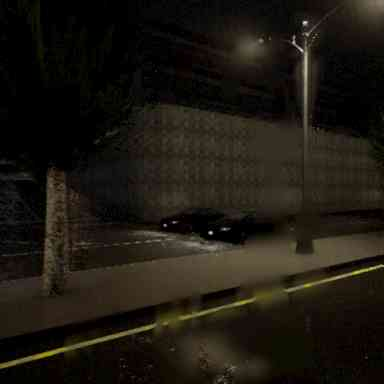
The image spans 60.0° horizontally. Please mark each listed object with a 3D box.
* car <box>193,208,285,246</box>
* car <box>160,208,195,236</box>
[{"bbox_3d":[2.432,1.584,15.554,4.181,1.385,1.994,0,0,-35],"label":"car"},{"bbox_3d":[0.323,1.584,18.640,4.181,1.385,1.994,0,0,-30],"label":"car"}]
